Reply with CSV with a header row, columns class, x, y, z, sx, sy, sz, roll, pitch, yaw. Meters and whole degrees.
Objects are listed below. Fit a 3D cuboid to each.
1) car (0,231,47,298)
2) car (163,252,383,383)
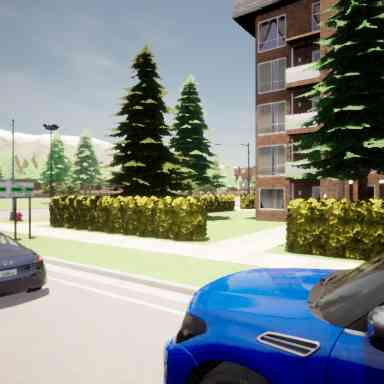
class,x,y,z,sx,sy,sz,roll,pitch,yaw
car,-5.238,1.564,7.698,4.181,1.385,1.994,0,0,36
car,2.377,1.222,2.293,5.566,2.045,2.150,0,0,36
